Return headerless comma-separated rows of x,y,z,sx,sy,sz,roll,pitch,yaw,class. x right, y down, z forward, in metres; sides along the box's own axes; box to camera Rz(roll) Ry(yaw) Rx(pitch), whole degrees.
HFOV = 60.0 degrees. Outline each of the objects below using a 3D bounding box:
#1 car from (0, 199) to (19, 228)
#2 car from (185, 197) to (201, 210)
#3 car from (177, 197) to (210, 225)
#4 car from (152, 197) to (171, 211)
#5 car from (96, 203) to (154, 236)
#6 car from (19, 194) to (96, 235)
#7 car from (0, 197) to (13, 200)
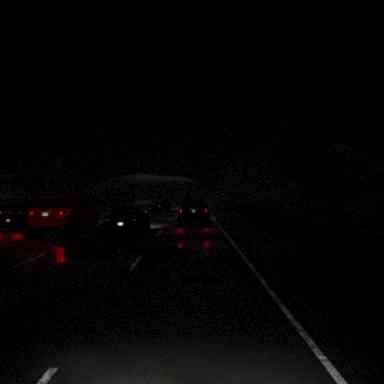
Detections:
-10.401,1.398,21.336,2.128,1.511,4.902,0,0,0,car
0.095,1.357,40.830,1.837,1.490,4.892,0,0,0,car
0.098,1.249,23.297,2.097,1.767,4.553,0,0,0,car
-3.403,1.322,37.251,1.882,1.535,5.008,0,0,0,car
-3.401,1.486,17.815,1.994,1.385,4.181,0,0,0,car
-6.913,1.141,18.304,2.150,2.045,5.566,0,0,0,car
-21.034,1.321,36.823,1.882,1.535,5.008,0,0,0,car
